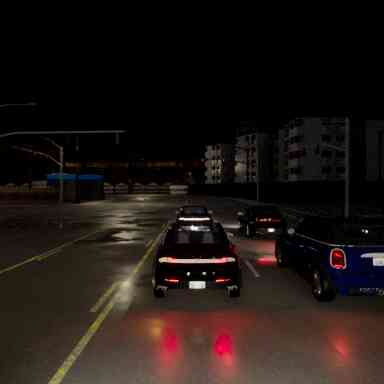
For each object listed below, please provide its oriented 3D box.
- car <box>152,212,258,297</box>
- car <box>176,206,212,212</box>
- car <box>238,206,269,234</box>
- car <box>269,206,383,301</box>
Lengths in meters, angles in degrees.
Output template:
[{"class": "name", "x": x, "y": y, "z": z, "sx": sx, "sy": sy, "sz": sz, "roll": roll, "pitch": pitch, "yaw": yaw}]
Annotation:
[{"class": "car", "x": 0.104, "y": 1.500, "z": 8.567, "sx": 2.128, "sy": 1.511, "sz": 4.902, "roll": 0, "pitch": 0, "yaw": 0}, {"class": "car", "x": 0.115, "y": 1.474, "z": 17.980, "sx": 2.128, "sy": 1.511, "sz": 4.902, "roll": 0, "pitch": 0, "yaw": 0}, {"class": "car", "x": 3.613, "y": 1.482, "z": 17.595, "sx": 1.837, "sy": 1.490, "sz": 4.892, "roll": 0, "pitch": 0, "yaw": 0}, {"class": "car", "x": 3.605, "y": 1.351, "z": 8.474, "sx": 2.097, "sy": 1.767, "sz": 4.553, "roll": 0, "pitch": 0, "yaw": 0}]
